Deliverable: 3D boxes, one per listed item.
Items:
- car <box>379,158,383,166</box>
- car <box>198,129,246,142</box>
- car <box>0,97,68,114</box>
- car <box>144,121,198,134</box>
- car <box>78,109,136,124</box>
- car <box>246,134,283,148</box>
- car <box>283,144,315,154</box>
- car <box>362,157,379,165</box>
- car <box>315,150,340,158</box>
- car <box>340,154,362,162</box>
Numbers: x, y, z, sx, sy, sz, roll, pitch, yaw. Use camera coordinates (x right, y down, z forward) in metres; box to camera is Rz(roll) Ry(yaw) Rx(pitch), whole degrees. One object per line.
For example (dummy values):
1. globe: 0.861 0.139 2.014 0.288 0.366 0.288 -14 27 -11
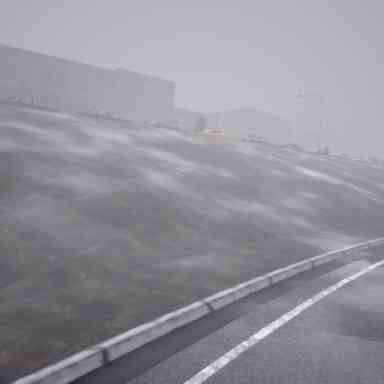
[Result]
1. car: 29.567 -4.231 52.912 5.566 2.045 2.435 3 2 -39
2. car: 2.506 -5.425 33.337 5.008 1.535 2.097 3 2 -32
3. car: -11.806 -6.175 24.933 4.892 1.521 2.231 3 2 -29
4. car: -2.217 -5.638 30.434 4.674 1.452 2.002 3 2 -30
5. car: -6.997 -5.933 27.630 4.892 1.521 2.231 3 2 -29
6. car: 7.152 -5.304 36.326 4.553 1.767 2.185 3 2 -33
7. car: 11.876 -4.903 39.544 4.792 1.488 2.163 3 2 -34
8. car: 25.193 -4.362 49.399 4.553 1.767 2.185 3 2 -38
9. car: 16.378 -4.661 42.729 4.674 1.452 2.002 3 2 -35
10. car: 20.735 -4.478 45.950 4.892 1.521 2.231 3 2 -36
